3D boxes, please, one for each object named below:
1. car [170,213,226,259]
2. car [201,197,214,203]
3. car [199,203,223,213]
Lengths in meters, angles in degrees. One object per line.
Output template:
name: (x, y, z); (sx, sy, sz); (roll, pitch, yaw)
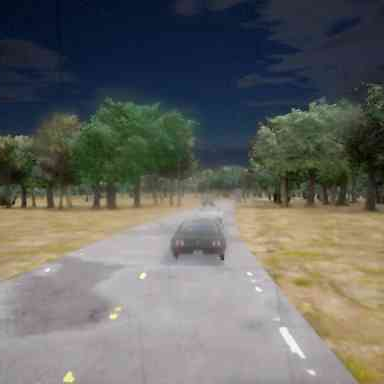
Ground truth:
car: (0.350, 1.728, 13.127); (1.895, 1.301, 4.718); (0, -1, 4)
car: (3.102, 1.914, 65.651); (2.150, 2.045, 5.566); (0, 0, 7)
car: (1.634, 1.873, 27.966); (1.895, 1.301, 4.718); (0, -1, 7)
